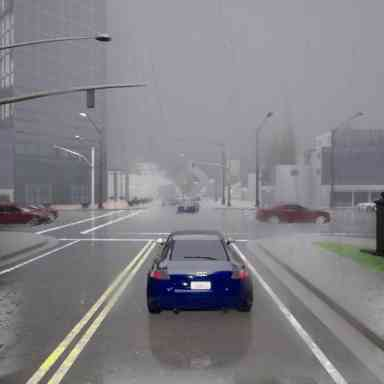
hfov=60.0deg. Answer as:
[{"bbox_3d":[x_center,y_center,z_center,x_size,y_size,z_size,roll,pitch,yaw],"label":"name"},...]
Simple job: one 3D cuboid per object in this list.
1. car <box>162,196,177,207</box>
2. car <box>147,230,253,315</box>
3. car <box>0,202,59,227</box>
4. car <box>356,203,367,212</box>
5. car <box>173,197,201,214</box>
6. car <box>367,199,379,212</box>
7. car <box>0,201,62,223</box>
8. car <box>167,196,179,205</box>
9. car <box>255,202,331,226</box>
[{"bbox_3d":[-3.566,1.491,51.162,2.128,1.511,4.902,0,0,0],"label":"car"},{"bbox_3d":[0.091,1.564,7.685,1.994,1.385,4.181,0,0,-2],"label":"car"},{"bbox_3d":[-11.824,1.589,22.632,4.674,1.442,1.812,0,0,0],"label":"car"},{"bbox_3d":[20.760,1.477,37.085,4.674,1.442,1.812,0,0,-2],"label":"car"},{"bbox_3d":[-0.400,1.581,35.737,1.994,1.385,4.181,0,0,7],"label":"car"},{"bbox_3d":[20.520,1.515,33.571,4.181,1.385,1.994,0,0,0],"label":"car"},{"bbox_3d":[-13.127,1.553,26.144,5.008,1.535,1.882,0,0,-1],"label":"car"},{"bbox_3d":[-3.516,1.505,61.561,1.837,1.490,4.892,0,0,1],"label":"car"},{"bbox_3d":[6.857,1.476,22.770,5.008,1.535,1.882,0,0,0],"label":"car"}]
